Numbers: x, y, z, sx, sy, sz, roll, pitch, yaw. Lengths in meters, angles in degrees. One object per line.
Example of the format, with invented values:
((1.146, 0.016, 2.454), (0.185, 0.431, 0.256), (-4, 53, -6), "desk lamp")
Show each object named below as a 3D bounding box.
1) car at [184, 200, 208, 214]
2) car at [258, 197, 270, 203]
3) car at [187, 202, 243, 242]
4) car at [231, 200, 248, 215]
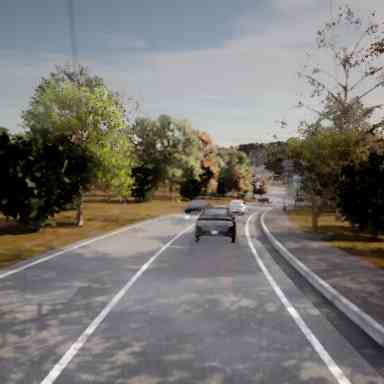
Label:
((0.719, 1.480, 33.555), (2.033, 1.411, 5.357), (1, 0, 15), "car")
((15.541, 1.648, 71.900), (1.895, 1.301, 4.718), (2, 1, 23), "car")
((1.251, 1.487, 16.428), (2.128, 1.511, 4.902), (1, 0, 7), "car")
((4.655, 1.544, 33.895), (1.812, 1.442, 4.674), (1, 0, 15), "car")
